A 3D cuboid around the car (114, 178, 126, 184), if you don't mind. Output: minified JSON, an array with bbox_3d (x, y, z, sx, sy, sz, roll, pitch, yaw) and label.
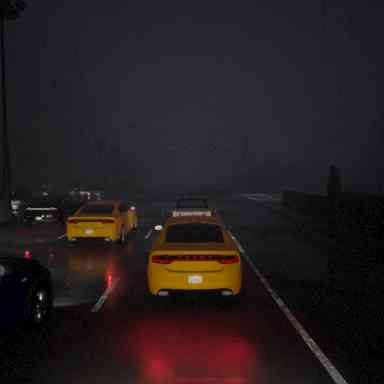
[{"bbox_3d":[-18.144,-2.705,83.950,1.812,1.442,4.674,0,3,0],"label":"car"}]

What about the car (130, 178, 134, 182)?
[{"bbox_3d":[-14.606,-2.479,79.059,1.882,1.535,5.008,0,3,0],"label":"car"}]

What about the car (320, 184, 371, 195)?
[{"bbox_3d":[17.666,-0.217,37.783,4.902,1.511,2.128,0,3,2],"label":"car"}]

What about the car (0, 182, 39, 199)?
[{"bbox_3d":[-17.853,0.018,33.902,1.812,1.442,4.674,0,3,0],"label":"car"}]

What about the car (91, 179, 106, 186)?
[{"bbox_3d":[-21.589,-2.317,76.919,2.128,1.511,4.902,0,3,0],"label":"car"}]

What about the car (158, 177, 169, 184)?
[{"bbox_3d":[-7.660,-2.821,86.054,2.128,1.511,4.902,0,3,0],"label":"car"}]

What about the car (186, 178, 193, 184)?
[{"bbox_3d":[-0.664,-2.835,86.568,2.128,1.511,4.902,0,3,0],"label":"car"}]

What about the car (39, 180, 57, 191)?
[{"bbox_3d":[-21.459,-0.947,48.470,2.097,1.767,4.553,0,3,0],"label":"car"}]

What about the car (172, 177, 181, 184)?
[{"bbox_3d":[-4.161,-2.872,86.079,1.882,1.535,5.008,0,3,0],"label":"car"}]

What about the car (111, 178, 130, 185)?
[{"bbox_3d":[-14.519,-1.845,67.887,1.837,1.490,4.892,0,3,0],"label":"car"}]

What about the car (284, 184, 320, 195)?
[{"bbox_3d":[13.806,-0.305,41.408,4.718,1.301,1.895,0,3,2],"label":"car"}]

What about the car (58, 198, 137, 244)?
[{"bbox_3d":[-3.495,1.061,13.718,1.882,1.535,5.008,0,3,0],"label":"car"}]

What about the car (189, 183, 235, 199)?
[{"bbox_3d":[2.196,0.028,35.212,4.718,1.301,1.895,1,3,11],"label":"car"}]

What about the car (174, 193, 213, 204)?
[{"bbox_3d":[-0.023,0.973,17.764,1.895,1.301,4.718,0,3,0],"label":"car"}]

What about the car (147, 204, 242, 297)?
[{"bbox_3d":[0.043,1.316,8.395,1.882,1.535,5.008,0,2,0],"label":"car"}]

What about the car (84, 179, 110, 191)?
[{"bbox_3d":[-14.479,-0.828,50.901,1.895,1.301,4.718,0,3,0],"label":"car"}]

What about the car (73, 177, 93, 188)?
[{"bbox_3d":[-21.503,-2.018,65.807,2.150,2.045,5.566,0,3,0],"label":"car"}]

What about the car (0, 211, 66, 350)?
[{"bbox_3d":[-3.427,1.313,3.887,2.097,1.767,4.553,0,1,0],"label":"car"}]

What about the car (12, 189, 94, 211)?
[{"bbox_3d":[-7.024,0.865,17.628,2.128,1.511,4.902,0,3,0],"label":"car"}]

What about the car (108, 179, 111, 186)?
[{"bbox_3d":[-18.029,-1.898,69.217,2.128,1.511,4.902,0,3,0],"label":"car"}]

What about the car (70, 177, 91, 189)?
[{"bbox_3d":[-17.995,-1.382,54.110,2.150,2.045,5.566,0,3,0],"label":"car"}]
